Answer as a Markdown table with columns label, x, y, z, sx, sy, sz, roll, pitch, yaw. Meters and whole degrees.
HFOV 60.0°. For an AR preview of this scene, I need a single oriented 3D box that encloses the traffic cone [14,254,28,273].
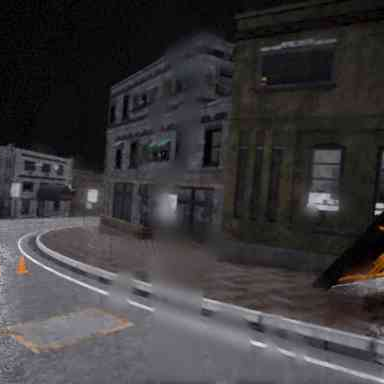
| label | x | y | z | sx | sy | sz | roll | pitch | yaw |
| --- | --- | --- | --- | --- | --- | --- | --- | --- | --- |
| traffic cone | -5.782 | 2.420 | 11.292 | 0.340 | 0.580 | 0.340 | -2 | -5 | 41 |

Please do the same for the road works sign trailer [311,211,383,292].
| label | x | y | z | sx | sy | sz | roll | pitch | yaw |
| --- | --- | --- | --- | --- | --- | --- | --- | --- | --- |
| road works sign trailer | 4.717 | 1.508 | 7.547 | 3.560 | 2.380 | 2.880 | 3 | 41 | -30 |
